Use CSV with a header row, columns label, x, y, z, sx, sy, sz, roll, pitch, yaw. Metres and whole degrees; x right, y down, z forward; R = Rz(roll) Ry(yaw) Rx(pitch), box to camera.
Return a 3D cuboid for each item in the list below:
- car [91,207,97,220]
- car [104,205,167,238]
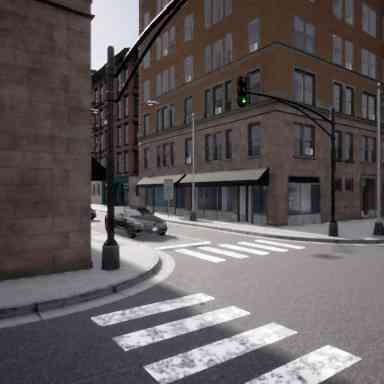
label,x,y,z,sx,sy,sz,roll,pitch,yaw
car,-9.098,1.395,25.729,2.033,1.411,5.357,0,0,-36
car,-3.064,1.438,17.271,1.812,1.442,4.674,0,0,-35
